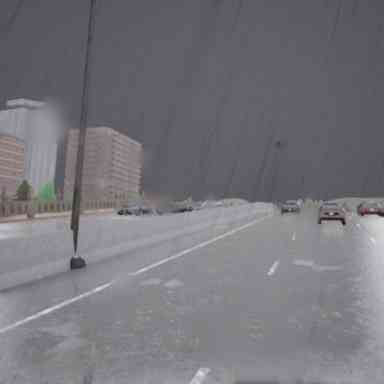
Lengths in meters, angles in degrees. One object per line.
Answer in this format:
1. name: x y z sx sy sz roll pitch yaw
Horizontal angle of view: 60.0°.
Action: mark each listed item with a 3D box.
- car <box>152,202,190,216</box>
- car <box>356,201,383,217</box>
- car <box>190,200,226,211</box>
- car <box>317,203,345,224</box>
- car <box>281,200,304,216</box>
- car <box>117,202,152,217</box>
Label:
1. car: -1.740 1.685 32.696 1.895 1.301 4.718 0 0 22
2. car: 16.919 1.585 31.708 1.994 1.385 4.181 0 -1 22
3. car: 1.847 1.546 32.228 1.882 1.535 5.008 0 0 22
4. car: 10.509 1.565 25.112 2.033 1.411 5.357 0 0 22
5. car: 10.172 1.537 33.687 2.128 1.511 4.902 0 -1 22
6. car: -5.518 1.663 32.677 1.994 1.385 4.181 0 0 22
